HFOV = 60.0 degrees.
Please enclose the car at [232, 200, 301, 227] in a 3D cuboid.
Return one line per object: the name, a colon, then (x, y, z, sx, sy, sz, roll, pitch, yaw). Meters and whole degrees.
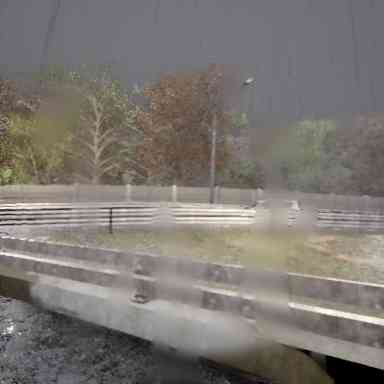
car: (5.955, 1.669, 26.450, 5.566, 2.045, 2.150, 1, 0, -16)
